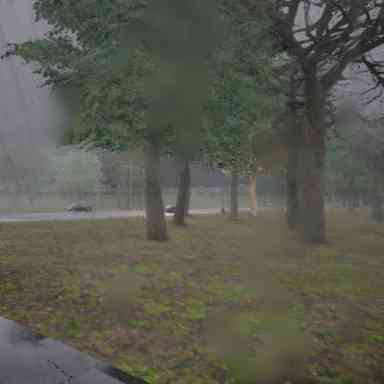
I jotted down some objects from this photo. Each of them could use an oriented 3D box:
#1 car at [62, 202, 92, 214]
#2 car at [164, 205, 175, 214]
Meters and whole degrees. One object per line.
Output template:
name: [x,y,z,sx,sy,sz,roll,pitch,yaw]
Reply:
car: [-18.202,2.432,52.795,2.097,1.767,4.553,1,-2,36]
car: [-3.642,3.195,61.076,1.812,1.442,4.674,1,-1,35]
